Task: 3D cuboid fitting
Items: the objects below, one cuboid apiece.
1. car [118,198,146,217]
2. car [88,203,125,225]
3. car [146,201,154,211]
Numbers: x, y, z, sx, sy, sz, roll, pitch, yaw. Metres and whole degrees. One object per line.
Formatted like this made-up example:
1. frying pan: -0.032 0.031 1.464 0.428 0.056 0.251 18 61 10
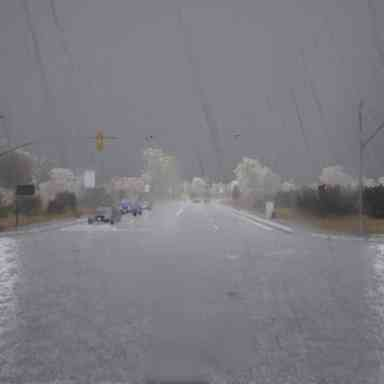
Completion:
1. car: -7.093 1.675 38.064 2.150 2.045 5.566 0 -1 1
2. car: -7.109 1.891 27.433 1.994 1.385 4.181 0 -1 -1
3. car: -7.054 2.098 51.118 2.128 1.511 4.902 0 -1 0
